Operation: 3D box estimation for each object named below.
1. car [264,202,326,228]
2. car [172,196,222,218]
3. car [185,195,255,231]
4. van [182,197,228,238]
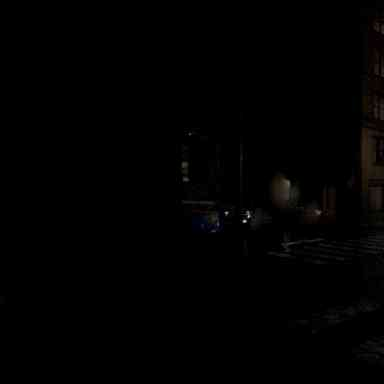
[{"bbox_3d":[6.782,1.423,22.392,1.967,1.590,4.097,0,0,-35],"label":"car"},{"bbox_3d":[0.370,1.292,31.538,2.192,1.841,5.009,0,0,-35],"label":"car"},{"bbox_3d":[1.321,1.215,20.172,2.150,2.045,5.566,0,0,-33],"label":"car"},{"bbox_3d":[-0.189,1.340,17.483,1.690,1.788,3.998,0,0,-35],"label":"van"}]
